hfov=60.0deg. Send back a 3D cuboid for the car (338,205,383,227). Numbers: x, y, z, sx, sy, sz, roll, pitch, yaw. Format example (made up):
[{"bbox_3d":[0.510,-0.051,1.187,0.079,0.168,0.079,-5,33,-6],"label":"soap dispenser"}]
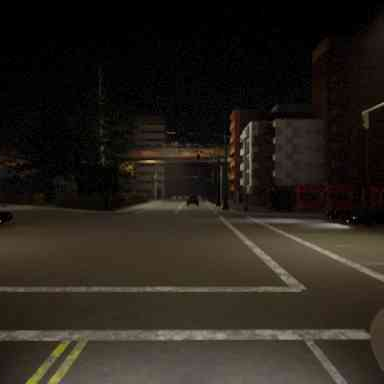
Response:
[{"bbox_3d":[13.376,1.645,22.908,5.357,1.411,2.033,1,0,0],"label":"car"}]

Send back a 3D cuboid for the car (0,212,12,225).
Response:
[{"bbox_3d":[-14.436,1.581,21.885,4.718,1.301,1.895,0,0,15],"label":"car"}]

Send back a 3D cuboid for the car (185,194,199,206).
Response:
[{"bbox_3d":[0.136,1.470,54.735,1.837,1.490,4.892,0,0,0],"label":"car"}]

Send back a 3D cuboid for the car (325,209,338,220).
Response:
[{"bbox_3d":[13.189,1.692,26.404,4.718,1.301,1.895,1,0,0],"label":"car"}]
